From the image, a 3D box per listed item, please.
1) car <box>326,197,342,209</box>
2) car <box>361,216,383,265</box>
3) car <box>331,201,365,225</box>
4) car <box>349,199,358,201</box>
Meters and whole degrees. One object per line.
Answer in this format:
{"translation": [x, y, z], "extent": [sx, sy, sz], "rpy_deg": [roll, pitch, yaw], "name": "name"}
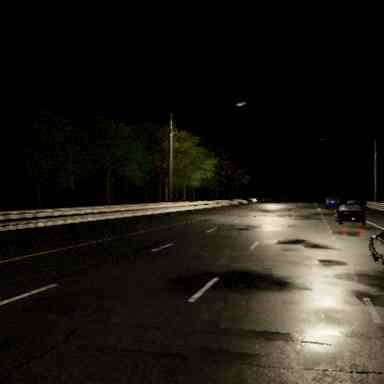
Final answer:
{"translation": [23.553, 1.839, 55.366], "extent": [2.150, 2.045, 5.566], "rpy_deg": [0, -1, 26], "name": "car"}
{"translation": [6.567, 1.681, 9.745], "extent": [2.033, 1.411, 5.357], "rpy_deg": [0, 0, 20], "name": "car"}
{"translation": [12.757, 1.805, 26.916], "extent": [2.128, 1.511, 4.902], "rpy_deg": [0, 0, 20], "name": "car"}
{"translation": [36.591, 2.409, 75.034], "extent": [1.812, 1.442, 4.674], "rpy_deg": [0, 0, 44], "name": "car"}
